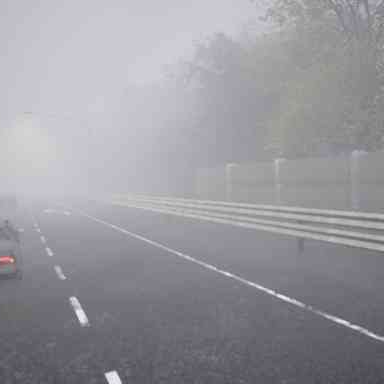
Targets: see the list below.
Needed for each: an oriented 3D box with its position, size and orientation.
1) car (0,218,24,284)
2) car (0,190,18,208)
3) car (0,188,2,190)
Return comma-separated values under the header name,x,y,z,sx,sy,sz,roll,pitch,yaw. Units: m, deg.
name,x,y,z,sx,sy,sz,roll,pitch,yaw
car,-5.457,1.402,8.609,2.033,1.411,5.357,-2,2,-28
car,-19.273,0.887,34.680,2.128,1.511,4.902,-2,2,-28
car,-48.373,0.251,82.130,1.895,1.301,4.718,-2,2,-28
